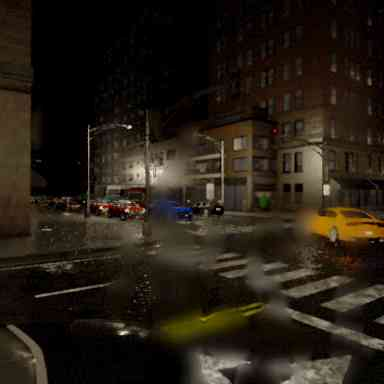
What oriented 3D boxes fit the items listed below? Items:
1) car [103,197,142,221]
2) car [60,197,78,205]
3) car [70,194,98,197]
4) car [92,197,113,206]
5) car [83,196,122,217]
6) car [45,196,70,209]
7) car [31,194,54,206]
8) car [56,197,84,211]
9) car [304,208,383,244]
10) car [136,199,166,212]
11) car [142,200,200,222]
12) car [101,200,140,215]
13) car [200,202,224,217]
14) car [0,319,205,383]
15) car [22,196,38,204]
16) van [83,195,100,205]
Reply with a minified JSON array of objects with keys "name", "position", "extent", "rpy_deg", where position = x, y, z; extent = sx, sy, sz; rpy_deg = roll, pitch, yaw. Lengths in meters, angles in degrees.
[{"name":"car","position":[-5.288,1.428,27.019],"extent":[1.967,1.590,4.097],"rpy_deg":[0,0,-35]},{"name":"car","position":[-22.395,1.586,60.600],"extent":[1.994,1.385,4.181],"rpy_deg":[0,0,-35]},{"name":"car","position":[-13.680,1.219,43.334],"extent":[2.150,2.045,5.566],"rpy_deg":[0,0,-35]},{"name":"car","position":[-14.622,1.577,54.157],"extent":[2.008,1.369,4.403],"rpy_deg":[0,0,-35]},{"name":"car","position":[-8.466,1.427,31.521],"extent":[1.967,1.590,4.097],"rpy_deg":[0,0,-35]},{"name":"car","position":[-18.000,1.538,45.027],"extent":[2.008,1.369,4.403],"rpy_deg":[0,0,-35]},{"name":"car","position":[-24.356,1.434,54.032],"extent":[1.967,1.590,4.097],"rpy_deg":[0,0,-35]},{"name":"car","position":[-14.822,1.568,40.525],"extent":[1.802,1.307,4.206],"rpy_deg":[0,0,-35]},{"name":"car","position":[7.006,1.488,15.783],"extent":[1.882,1.535,5.008],"rpy_deg":[2,0,-2]},{"name":"car","position":[-5.089,1.604,40.651],"extent":[1.802,1.307,4.206],"rpy_deg":[0,0,-35]},{"name":"car","position":[-1.826,1.478,26.511],"extent":[1.882,1.535,5.008],"rpy_deg":[0,0,-35]},{"name":"car","position":[-7.532,1.545,34.598],"extent":[2.033,1.411,5.357],"rpy_deg":[0,0,-35]},{"name":"car","position":[1.268,1.590,31.646],"extent":[1.947,1.339,4.313],"rpy_deg":[0,0,-35]},{"name":"car","position":[-2.002,1.525,2.015],"extent":[4.674,1.442,1.812],"rpy_deg":[0,0,-36]},{"name":"car","position":[-30.712,1.555,63.036],"extent":[2.008,1.369,4.403],"rpy_deg":[0,0,-35]},{"name":"van","position":[-17.799,1.372,58.660],"extent":[1.690,1.788,3.998],"rpy_deg":[0,0,-35]}]
